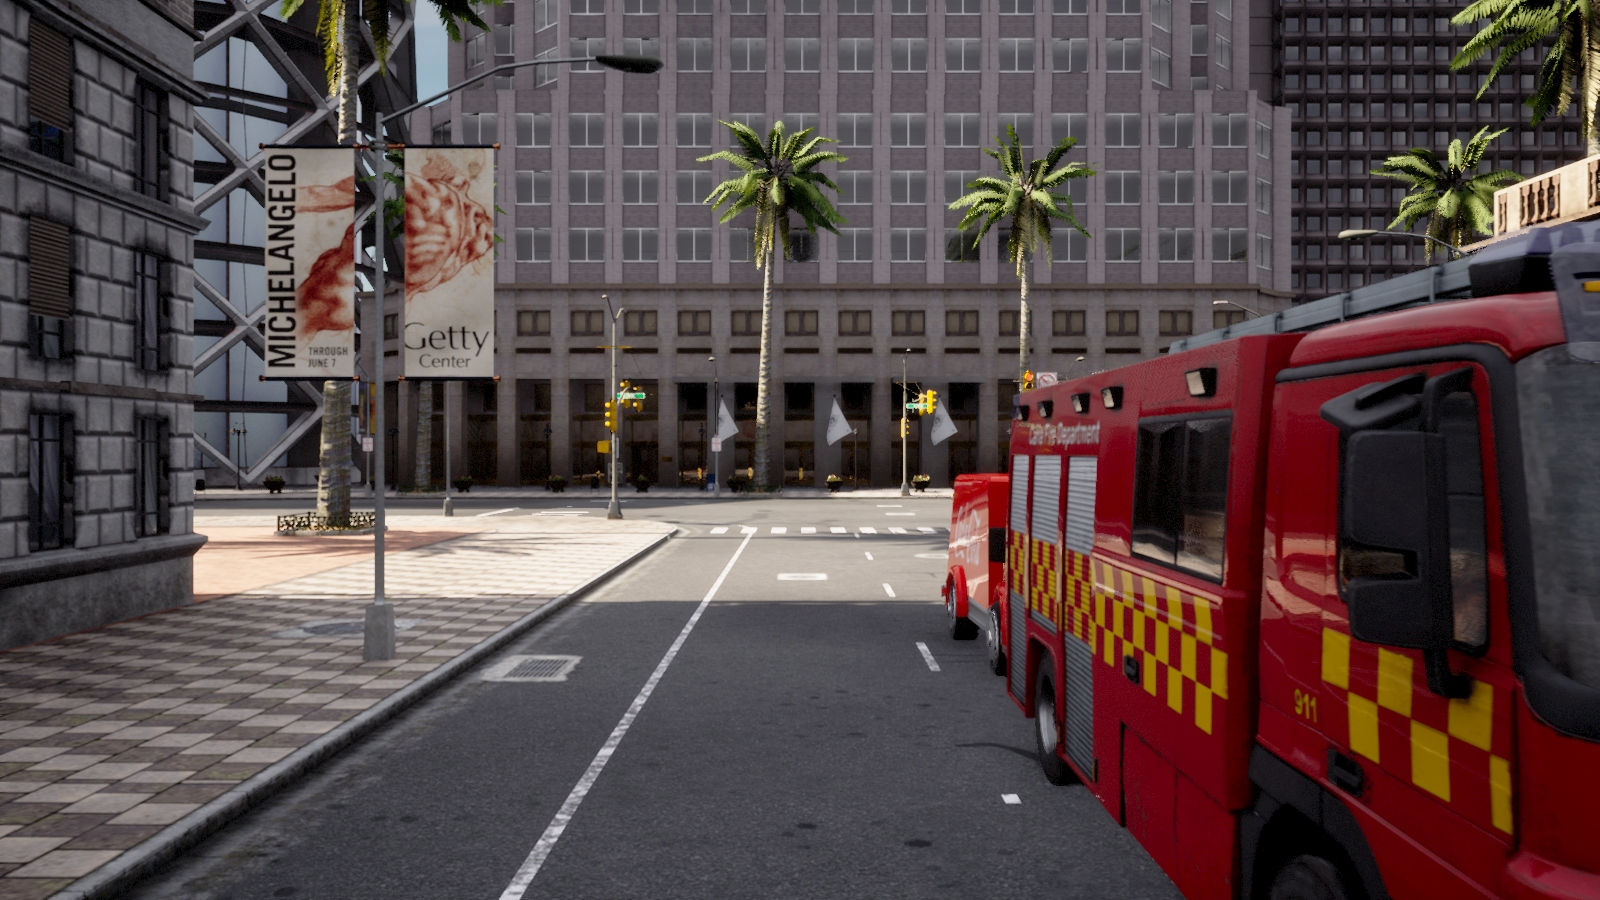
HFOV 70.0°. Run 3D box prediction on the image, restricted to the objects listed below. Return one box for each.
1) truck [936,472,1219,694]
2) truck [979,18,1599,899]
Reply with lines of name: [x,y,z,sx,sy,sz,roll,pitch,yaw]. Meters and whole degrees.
truck: [3.483,1.566,15.676,2.627,2.467,5.204,0,0,0]
truck: [3.200,0.888,6.954,2.891,3.827,8.468,0,0,0]
